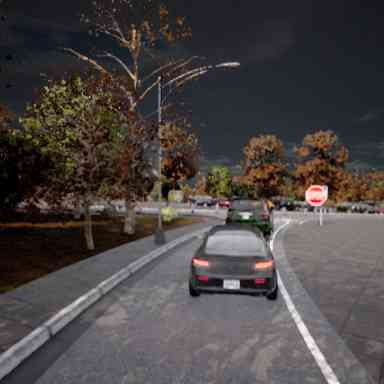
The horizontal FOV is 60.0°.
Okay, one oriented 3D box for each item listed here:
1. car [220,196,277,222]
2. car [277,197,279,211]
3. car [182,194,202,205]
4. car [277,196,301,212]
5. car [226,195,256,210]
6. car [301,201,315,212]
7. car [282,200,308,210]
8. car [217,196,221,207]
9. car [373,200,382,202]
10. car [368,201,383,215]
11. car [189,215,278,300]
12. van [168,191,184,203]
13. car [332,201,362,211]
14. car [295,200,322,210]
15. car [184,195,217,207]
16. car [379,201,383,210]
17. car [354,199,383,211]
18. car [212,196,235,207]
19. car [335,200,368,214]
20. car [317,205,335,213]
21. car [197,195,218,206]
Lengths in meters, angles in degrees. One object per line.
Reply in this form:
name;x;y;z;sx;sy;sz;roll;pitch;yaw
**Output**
car;3.280;1.302;18.264;2.150;2.045;5.566;0;0;16
car;8.972;1.644;44.209;2.097;1.535;5.008;3;-1;-16
car;-0.108;1.232;55.248;2.002;1.452;4.674;4;-1;-16
car;11.662;1.558;45.001;2.435;2.045;5.566;3;-1;-16
car;6.301;1.345;43.493;2.185;1.767;4.553;4;-1;-16
car;14.338;1.966;45.721;2.231;1.521;4.892;3;0;-16
car;18.658;2.274;60.528;2.097;1.535;5.008;3;0;-16
car;3.615;1.318;42.735;2.163;1.488;4.792;4;-1;-16
car;30.414;2.561;50.289;2.185;1.767;4.553;2;0;-16
car;25.062;2.511;48.719;2.163;1.488;4.792;2;0;-16
car;1.060;1.530;8.350;1.812;1.442;4.674;0;0;8
van;-2.623;0.795;54.402;1.878;1.987;4.442;4;0;-16
car;29.434;2.684;63.377;1.946;1.575;5.366;2;0;-16
car;21.464;2.396;61.318;2.231;1.521;4.892;3;0;-16
car;0.958;1.137;41.925;2.163;1.488;4.792;4;-1;-16
car;40.117;2.836;66.610;2.185;1.767;4.553;1;0;-16
car;34.750;2.588;65.095;2.435;2.045;5.566;1;0;-16
car;5.358;1.586;56.816;2.163;1.488;4.792;4;-1;-16
car;22.388;2.241;47.963;2.185;1.767;4.553;3;0;-16
car;17.014;2.140;46.451;2.163;1.488;4.792;3;0;-16
car;2.567;1.414;56.002;2.002;1.452;4.674;4;-1;-16
